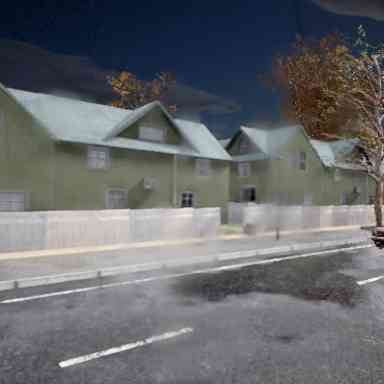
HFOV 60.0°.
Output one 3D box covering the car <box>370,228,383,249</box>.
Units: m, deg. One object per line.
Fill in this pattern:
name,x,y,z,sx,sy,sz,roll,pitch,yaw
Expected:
car,9.805,1.809,14.463,4.718,1.301,1.895,1,-1,-34
